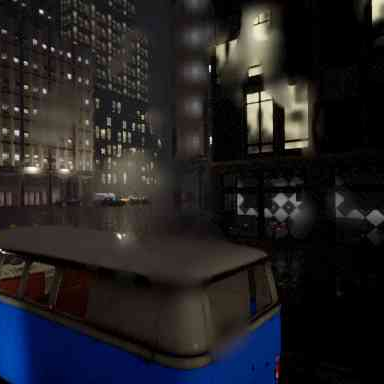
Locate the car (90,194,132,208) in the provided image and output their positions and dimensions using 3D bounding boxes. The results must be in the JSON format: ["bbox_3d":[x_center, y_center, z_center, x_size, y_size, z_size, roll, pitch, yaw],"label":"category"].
[{"bbox_3d":[-10.083,1.267,41.033,1.887,1.381,4.507,0,0,36],"label":"car"}]

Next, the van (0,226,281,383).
[{"bbox_3d":[-1.051,1.342,3.640,3.998,1.788,1.690,0,-1,36],"label":"van"}]

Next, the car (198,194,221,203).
[{"bbox_3d":[3.238,1.101,59.230,2.008,1.369,4.403,0,0,36],"label":"car"}]

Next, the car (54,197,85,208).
[{"bbox_3d":[-16.868,1.403,45.949,1.947,1.339,4.313,0,0,36],"label":"car"}]

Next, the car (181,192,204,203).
[{"bbox_3d":[-0.094,0.909,54.680,2.192,1.841,5.009,0,0,36],"label":"car"}]

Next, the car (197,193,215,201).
[{"bbox_3d":[3.121,1.016,73.256,1.967,1.590,4.097,0,0,36],"label":"car"}]

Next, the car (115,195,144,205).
[{"bbox_3d":[-10.306,1.278,54.914,1.752,1.417,4.829,0,0,36],"label":"car"}]

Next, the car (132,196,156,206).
[{"bbox_3d":[-6.753,1.230,45.582,2.008,1.369,4.403,0,0,36],"label":"car"}]

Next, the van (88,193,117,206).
[{"bbox_3d":[-13.539,1.136,50.500,1.690,1.788,3.998,0,0,36],"label":"van"}]
